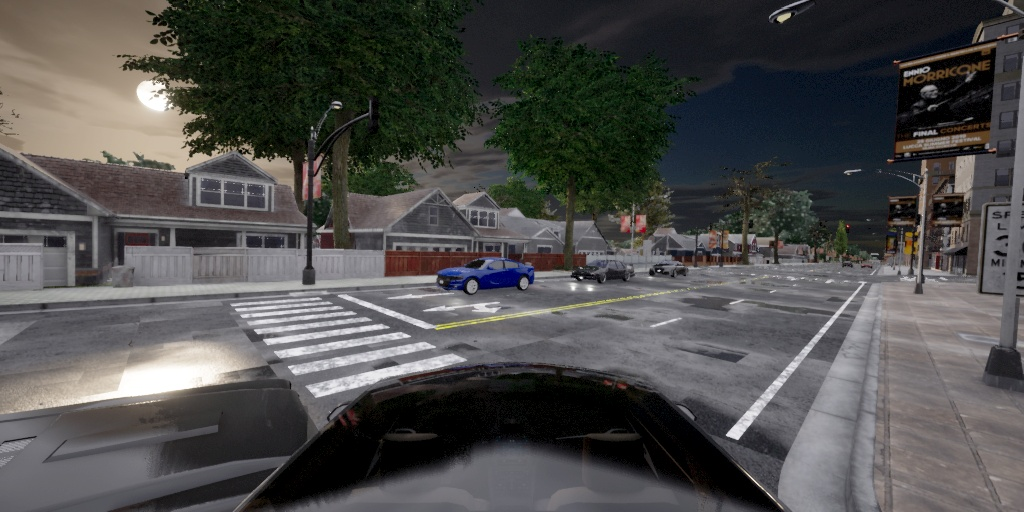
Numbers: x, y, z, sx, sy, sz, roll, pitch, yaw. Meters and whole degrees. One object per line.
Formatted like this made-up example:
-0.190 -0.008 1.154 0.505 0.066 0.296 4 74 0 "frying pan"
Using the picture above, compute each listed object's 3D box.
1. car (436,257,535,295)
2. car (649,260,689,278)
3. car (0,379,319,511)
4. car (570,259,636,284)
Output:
-1.092 0.810 16.484 5.008 1.535 1.882 0 2 -44 "car"
13.293 1.018 30.303 4.181 1.385 1.994 0 2 -44 "car"
-3.311 1.287 1.302 4.718 1.301 1.895 1 2 -34 "car"
6.085 0.939 23.393 5.357 1.411 2.033 0 2 -44 "car"
